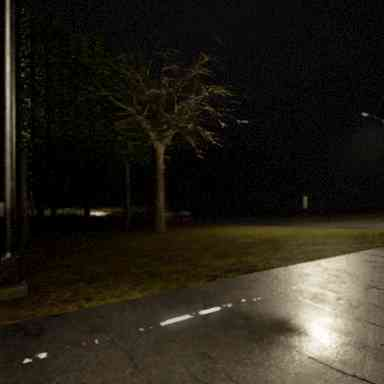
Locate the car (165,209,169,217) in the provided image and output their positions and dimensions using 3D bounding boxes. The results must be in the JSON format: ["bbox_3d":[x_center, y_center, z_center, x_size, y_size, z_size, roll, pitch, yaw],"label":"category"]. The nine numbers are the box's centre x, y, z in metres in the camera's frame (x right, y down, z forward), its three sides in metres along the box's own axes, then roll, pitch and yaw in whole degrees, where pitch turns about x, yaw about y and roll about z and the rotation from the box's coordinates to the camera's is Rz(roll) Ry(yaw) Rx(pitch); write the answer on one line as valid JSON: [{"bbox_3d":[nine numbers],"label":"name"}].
[{"bbox_3d":[-5.730,4.292,68.824,1.837,1.490,4.892,-2,-1,-34],"label":"car"}]

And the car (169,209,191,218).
[{"bbox_3d":[-2.013,4.163,63.460,1.812,1.442,4.674,-2,-2,-34],"label":"car"}]
